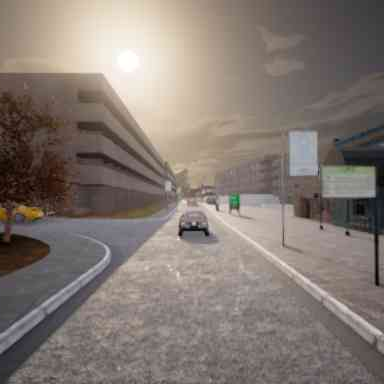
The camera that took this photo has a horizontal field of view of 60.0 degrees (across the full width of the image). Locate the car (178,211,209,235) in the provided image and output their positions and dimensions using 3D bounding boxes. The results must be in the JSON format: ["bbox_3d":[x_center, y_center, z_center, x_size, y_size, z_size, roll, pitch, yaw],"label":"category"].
[{"bbox_3d":[0.103,1.903,21.215,2.033,1.411,5.357,0,-1,0],"label":"car"}]

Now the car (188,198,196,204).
[{"bbox_3d":[0.012,2.131,83.703,1.812,1.442,4.674,0,-1,0],"label":"car"}]

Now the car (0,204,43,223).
[{"bbox_3d":[-13.858,1.466,25.035,5.008,1.535,1.882,2,-2,3],"label":"car"}]

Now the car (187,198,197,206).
[{"bbox_3d":[0.010,2.063,73.658,2.097,1.767,4.553,0,0,0],"label":"car"}]
